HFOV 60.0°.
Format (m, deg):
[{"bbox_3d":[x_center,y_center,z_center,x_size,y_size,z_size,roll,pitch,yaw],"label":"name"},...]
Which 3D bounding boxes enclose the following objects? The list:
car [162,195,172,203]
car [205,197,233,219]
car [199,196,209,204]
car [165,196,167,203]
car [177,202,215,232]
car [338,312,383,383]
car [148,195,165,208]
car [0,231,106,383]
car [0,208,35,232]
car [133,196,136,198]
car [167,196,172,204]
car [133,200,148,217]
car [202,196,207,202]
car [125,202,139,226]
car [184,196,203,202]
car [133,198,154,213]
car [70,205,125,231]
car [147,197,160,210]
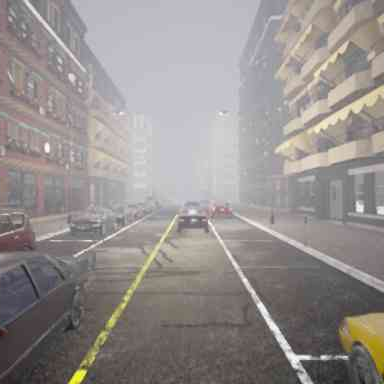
[{"bbox_3d":[-5.478,1.589,73.976,1.967,1.590,4.097,1,0,0],"label":"car"},{"bbox_3d":[2.509,1.504,29.623,1.967,1.590,4.097,1,0,0],"label":"car"},{"bbox_3d":[2.423,1.580,68.466,1.967,1.590,4.097,1,0,0],"label":"car"},{"bbox_3d":[-5.422,1.672,51.780,1.947,1.339,4.313,1,0,0],"label":"car"},{"bbox_3d":[0.055,1.591,20.426,2.033,1.411,5.357,0,0,0],"label":"car"},{"bbox_3d":[2.569,1.531,2.047,1.752,1.417,4.829,1,0,0],"label":"car"},{"bbox_3d":[-5.406,1.411,46.231,2.192,1.841,5.009,1,0,0],"label":"car"},{"bbox_3d":[-2.760,1.556,4.143,2.033,1.411,5.357,0,0,0],"label":"car"},{"bbox_3d":[-5.320,1.330,7.388,2.192,1.841,5.009,1,0,0],"label":"car"},{"bbox_3d":[-17.832,1.766,93.335,4.313,1.339,1.947,0,-1,-1],"label":"car"},{"bbox_3d":[-5.464,1.721,68.426,1.802,1.307,4.206,1,0,0],"label":"car"},{"bbox_3d":[-5.373,1.644,29.583,1.802,1.307,4.206,1,0,0],"label":"car"},{"bbox_3d":[2.434,1.711,62.917,1.802,1.307,4.206,1,0,0],"label":"car"},{"bbox_3d":[-5.360,1.616,24.035,1.947,1.339,4.313,1,0,0],"label":"car"},{"bbox_3d":[0.009,1.563,40.708,1.882,1.535,5.008,0,0,0],"label":"car"},{"bbox_3d":[-5.385,1.656,35.133,1.802,1.307,4.206,1,0,0],"label":"car"},{"bbox_3d":[-5.348,1.590,18.486,2.008,1.369,4.403,1,0,0],"label":"car"},{"bbox_3d":[-5.397,1.636,40.682,2.008,1.369,4.403,1,0,0],"label":"car"}]
